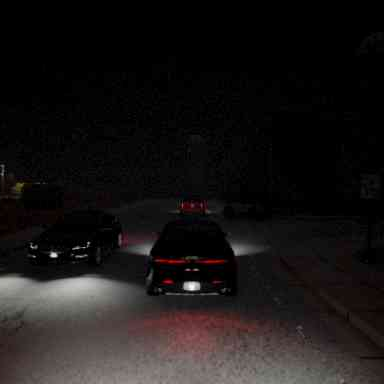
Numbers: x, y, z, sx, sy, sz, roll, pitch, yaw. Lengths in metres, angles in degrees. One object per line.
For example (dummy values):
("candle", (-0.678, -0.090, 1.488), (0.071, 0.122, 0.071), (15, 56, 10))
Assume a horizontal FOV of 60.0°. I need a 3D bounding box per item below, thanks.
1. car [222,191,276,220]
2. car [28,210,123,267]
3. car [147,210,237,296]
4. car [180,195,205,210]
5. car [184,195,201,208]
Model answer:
("car", (4.148, 0.957, 24.204), (1.905, 1.878, 3.866), (-8, 4, -42))
("car", (-3.578, 1.394, 11.057), (1.837, 1.490, 4.892), (0, 0, 0))
("car", (-0.002, 1.433, 8.434), (1.837, 1.490, 4.892), (0, 0, 0))
("car", (0.048, 1.102, 28.981), (2.097, 1.767, 4.553), (0, 0, 0))
("car", (0.050, 1.176, 42.909), (2.033, 1.411, 5.357), (0, 1, 0))
